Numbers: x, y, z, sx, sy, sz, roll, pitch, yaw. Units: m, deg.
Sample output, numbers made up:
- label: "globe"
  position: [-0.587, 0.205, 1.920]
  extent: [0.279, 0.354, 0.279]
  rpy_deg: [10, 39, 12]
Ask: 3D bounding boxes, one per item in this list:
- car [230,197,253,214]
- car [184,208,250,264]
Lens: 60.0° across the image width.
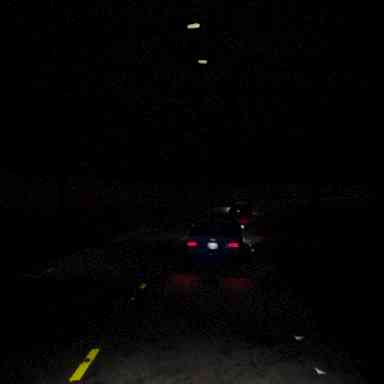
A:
- label: "car"
  position: [4.715, 1.488, 31.703]
  extent: [1.812, 1.442, 4.674]
  rpy_deg: [1, 0, 15]
- label: "car"
  position: [0.876, 1.544, 11.883]
  extent: [2.033, 1.411, 5.357]
  rpy_deg: [0, 0, 7]
